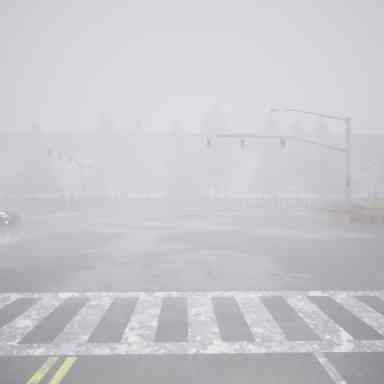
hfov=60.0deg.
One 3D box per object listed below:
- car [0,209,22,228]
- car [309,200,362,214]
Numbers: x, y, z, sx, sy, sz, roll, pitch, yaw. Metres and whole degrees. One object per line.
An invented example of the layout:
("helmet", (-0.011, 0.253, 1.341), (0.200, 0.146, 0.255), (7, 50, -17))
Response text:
("car", (-13.036, 1.351, 20.463), (4.553, 1.767, 2.097), (0, 0, -2))
("car", (15.411, 1.547, 35.539), (5.357, 1.411, 2.033), (0, 0, -2))
